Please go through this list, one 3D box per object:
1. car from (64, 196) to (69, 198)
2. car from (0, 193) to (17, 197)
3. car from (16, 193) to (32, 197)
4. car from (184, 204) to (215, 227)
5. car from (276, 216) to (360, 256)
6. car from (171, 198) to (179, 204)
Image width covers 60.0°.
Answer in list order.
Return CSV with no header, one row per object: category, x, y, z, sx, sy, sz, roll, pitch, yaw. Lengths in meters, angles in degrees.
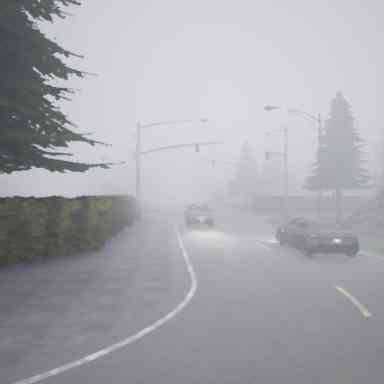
car,-19.046,1.475,48.759,2.152,1.636,5.027,1,0,-5
car,-31.447,1.402,55.498,1.845,1.501,3.633,1,0,-5
car,-36.474,1.252,73.715,1.932,1.855,4.605,1,0,-5
car,0.472,1.648,24.240,2.128,1.511,4.902,1,-1,-4
car,4.952,1.691,13.665,1.994,1.385,4.181,1,0,-4
car,-3.836,1.972,73.909,2.033,1.411,5.357,1,0,-5
